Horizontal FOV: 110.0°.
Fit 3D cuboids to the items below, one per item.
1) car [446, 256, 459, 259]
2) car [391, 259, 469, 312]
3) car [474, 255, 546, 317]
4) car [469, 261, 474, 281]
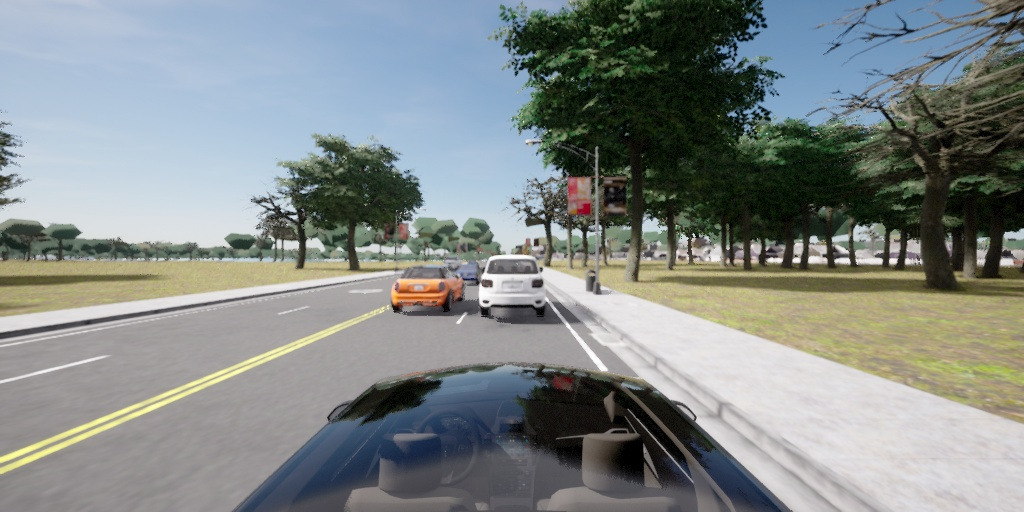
[{"bbox_3d":[-9.806,1.098,58.924,2.150,2.045,5.566,0,0,1],"label":"car"},{"bbox_3d":[-3.205,1.128,14.530,2.097,1.767,4.553,0,0,0],"label":"car"},{"bbox_3d":[0.036,0.998,13.505,2.150,2.045,5.566,0,0,1],"label":"car"},{"bbox_3d":[-3.225,1.352,27.451,2.033,1.411,5.357,0,0,1],"label":"car"}]
